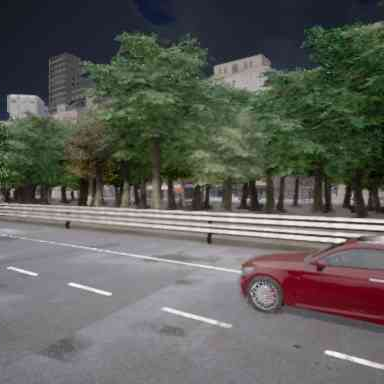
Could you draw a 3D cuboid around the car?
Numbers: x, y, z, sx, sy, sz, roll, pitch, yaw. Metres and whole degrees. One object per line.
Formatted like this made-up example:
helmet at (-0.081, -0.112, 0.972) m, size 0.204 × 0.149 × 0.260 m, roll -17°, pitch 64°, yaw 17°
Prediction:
car at (3.108, 1.527, 5.952) m, size 4.674 × 1.442 × 1.812 m, roll 0°, pitch 0°, yaw 35°
